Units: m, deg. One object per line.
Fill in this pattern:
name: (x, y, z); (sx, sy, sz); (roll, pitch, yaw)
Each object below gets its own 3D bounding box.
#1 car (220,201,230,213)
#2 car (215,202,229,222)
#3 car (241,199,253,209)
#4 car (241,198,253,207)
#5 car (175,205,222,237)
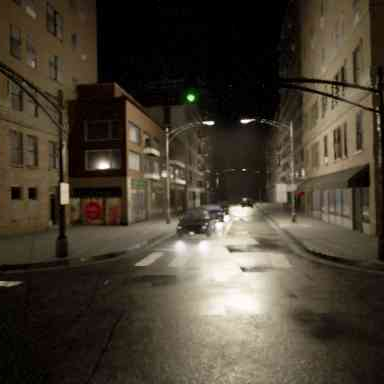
car: (3.522, 1.890, 39.870); (2.128, 1.511, 4.902); (-1, -1, 9)
car: (1.917, 1.877, 29.665); (1.994, 1.385, 4.181); (-1, -1, 9)
car: (8.913, 1.941, 53.685); (2.128, 1.511, 4.902); (-1, -1, 9)
car: (10.514, 2.028, 63.923); (2.128, 1.511, 4.902); (-1, -1, 9)
car: (0.384, 1.778, 19.869); (2.033, 1.411, 5.357); (-1, -1, 9)
